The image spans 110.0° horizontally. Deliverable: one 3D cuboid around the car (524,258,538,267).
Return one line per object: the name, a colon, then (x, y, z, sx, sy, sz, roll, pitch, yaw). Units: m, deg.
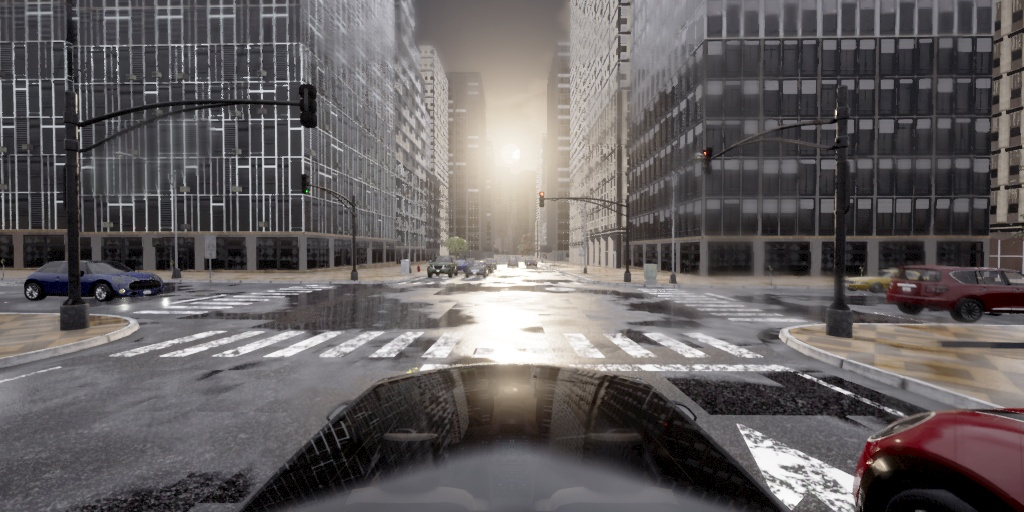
car: (3.449, 1.303, 63.380, 1.895, 1.301, 4.718, 0, 0, 0)

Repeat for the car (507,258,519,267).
car: (0.199, 1.267, 63.362, 1.994, 1.385, 4.181, 0, 0, 0)

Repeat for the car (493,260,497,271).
car: (-3.218, 1.325, 43.222, 1.895, 1.301, 4.718, 0, 0, 0)

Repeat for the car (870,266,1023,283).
car: (16.224, 1.281, 12.525, 5.009, 1.841, 2.192, 0, 0, 1)

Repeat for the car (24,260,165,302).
car: (-18.151, 0.971, 15.742, 4.553, 1.767, 2.097, 1, 1, 3)

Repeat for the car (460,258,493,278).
car: (-3.246, 1.224, 33.941, 2.128, 1.511, 4.902, 0, 0, 1)

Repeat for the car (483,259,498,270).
car: (-3.176, 1.261, 53.925, 2.033, 1.411, 5.357, 0, 0, 0)

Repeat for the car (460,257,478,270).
car: (-6.423, 1.065, 53.816, 2.097, 1.767, 4.553, 0, 0, 0)

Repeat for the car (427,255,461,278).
car: (-6.487, 0.954, 34.183, 2.150, 2.045, 5.566, 0, 0, 0)

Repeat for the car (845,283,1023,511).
car: (3.253, 1.103, 0.410, 2.097, 1.767, 4.553, 0, 0, 0)

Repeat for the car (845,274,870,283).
car: (21.862, 1.409, 20.791, 4.829, 1.417, 1.751, 0, 0, 1)

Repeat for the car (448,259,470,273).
car: (-6.464, 1.201, 44.148, 1.882, 1.535, 5.008, 0, 0, 0)
